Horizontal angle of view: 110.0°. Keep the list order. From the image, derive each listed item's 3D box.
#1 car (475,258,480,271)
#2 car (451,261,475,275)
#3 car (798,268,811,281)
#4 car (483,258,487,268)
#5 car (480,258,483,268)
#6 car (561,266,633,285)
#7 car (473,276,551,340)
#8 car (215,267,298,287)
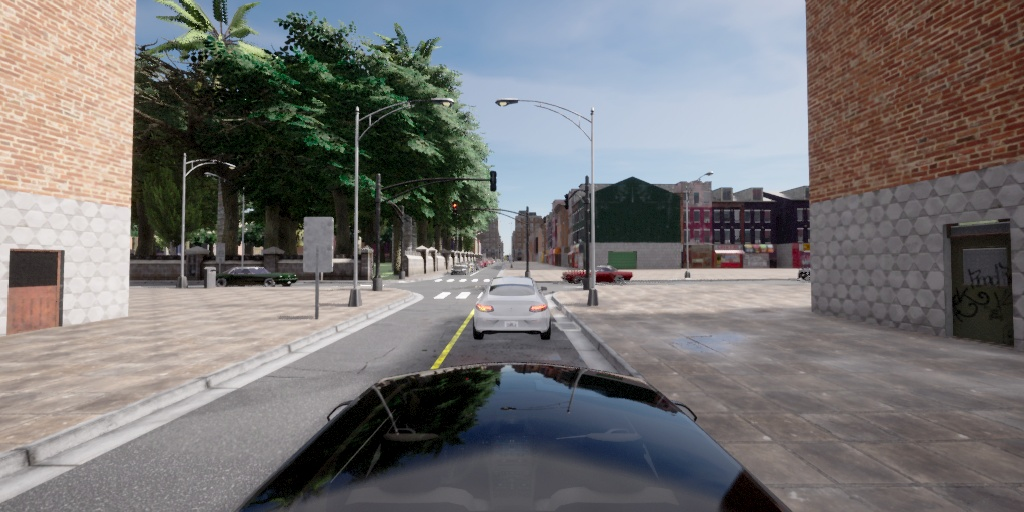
[{"bbox_3d":[-5.611,1.344,46.053,2.007,1.370,4.403,0,0,-1],"label":"car"},{"bbox_3d":[-5.572,1.332,38.917,2.007,1.370,4.403,0,0,-1],"label":"car"},{"bbox_3d":[23.273,1.072,25.681,4.892,1.490,1.837,-1,-1,0],"label":"car"},{"bbox_3d":[-5.763,1.416,62.402,1.802,1.307,4.207,0,0,-1],"label":"car"},{"bbox_3d":[-5.662,1.370,51.503,1.948,1.339,4.313,0,0,-1],"label":"car"},{"bbox_3d":[5.881,1.341,25.216,4.718,1.301,1.895,0,-1,-6],"label":"car"},{"bbox_3d":[0.017,1.279,9.894,1.812,1.442,4.674,0,0,1],"label":"car"},{"bbox_3d":[-16.158,1.341,22.474,4.718,1.301,1.895,0,-1,0],"label":"car"}]
